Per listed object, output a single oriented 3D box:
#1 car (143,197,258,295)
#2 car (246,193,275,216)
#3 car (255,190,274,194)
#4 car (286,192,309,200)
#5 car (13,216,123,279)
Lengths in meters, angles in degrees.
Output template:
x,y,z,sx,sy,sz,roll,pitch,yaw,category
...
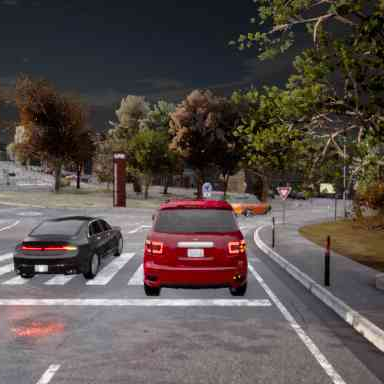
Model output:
x,y,z,sx,sy,sz,roll,pitch,yaw,category
0.067,1.197,8.792,2.150,2.045,5.566,0,0,0,car
5.352,1.285,30.464,4.553,1.767,2.097,1,1,-43,car
14.113,0.316,65.480,2.097,1.767,4.553,-1,3,-28,car
19.428,0.629,62.107,2.033,1.411,5.357,-1,2,-21,car
-3.387,1.474,9.974,1.837,1.490,4.892,0,0,1,car
